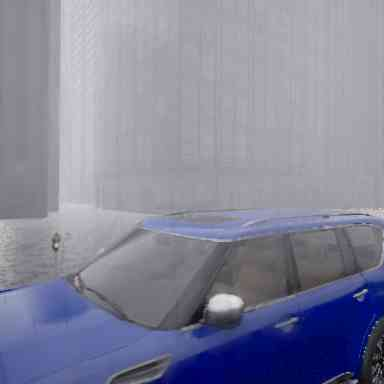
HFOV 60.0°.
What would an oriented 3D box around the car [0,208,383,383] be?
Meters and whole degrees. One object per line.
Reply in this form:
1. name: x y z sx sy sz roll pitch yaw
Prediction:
1. car: 0.239 1.242 3.548 5.566 2.045 2.150 1 0 -35
